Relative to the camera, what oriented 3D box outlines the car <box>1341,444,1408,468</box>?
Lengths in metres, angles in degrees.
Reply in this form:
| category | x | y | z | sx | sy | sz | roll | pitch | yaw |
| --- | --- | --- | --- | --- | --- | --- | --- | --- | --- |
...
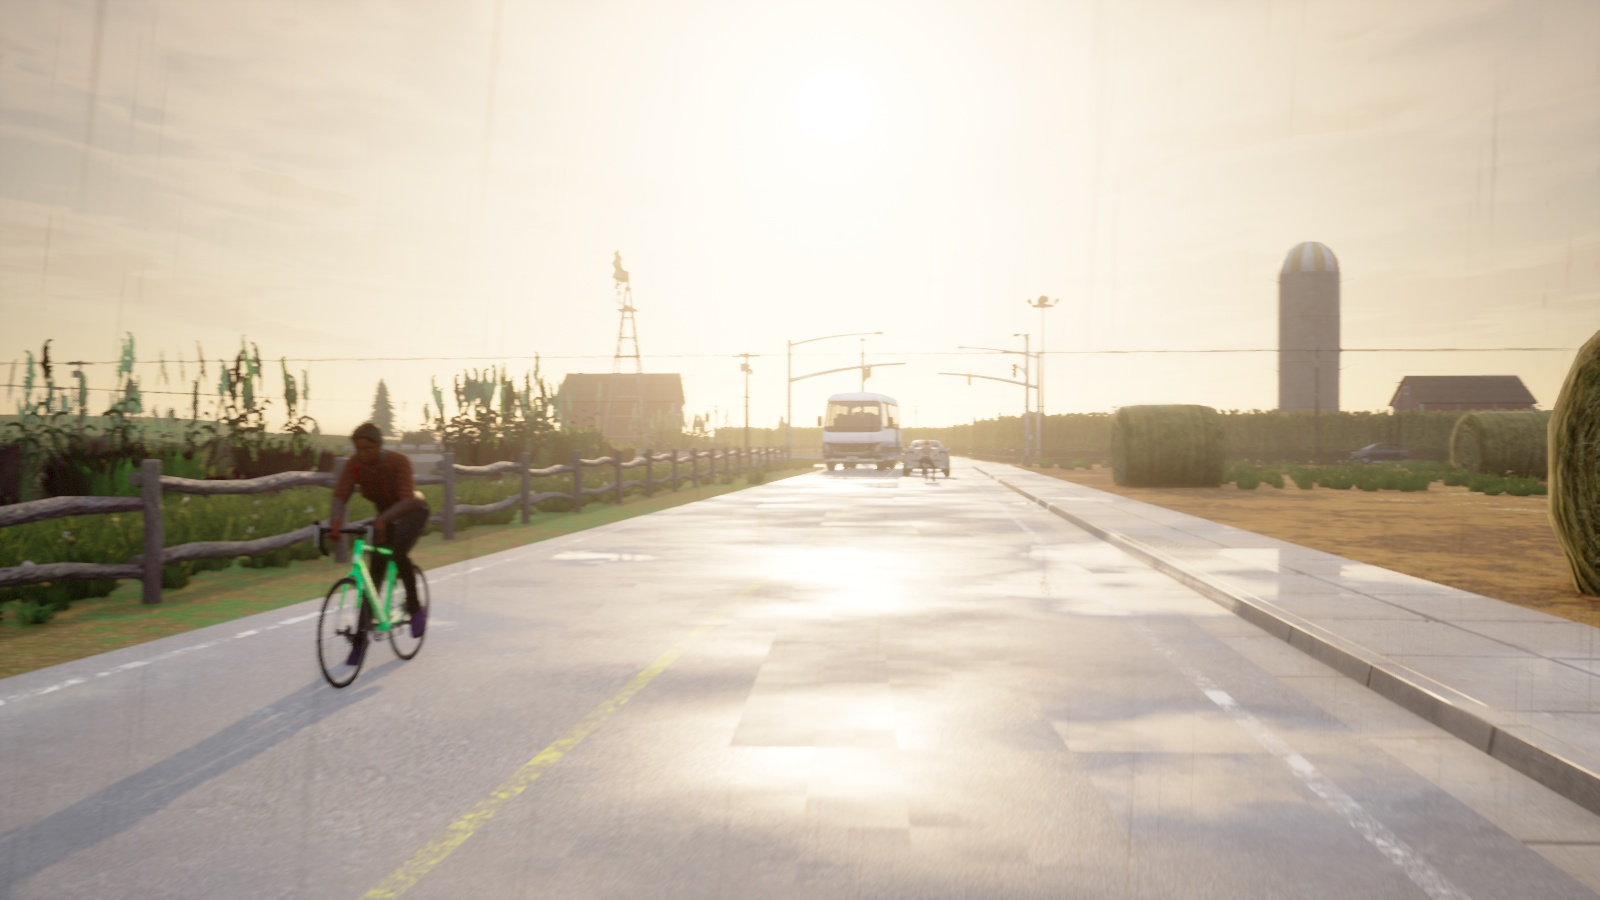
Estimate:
| category | x | y | z | sx | sy | sz | roll | pitch | yaw |
| --- | --- | --- | --- | --- | --- | --- | --- | --- | --- |
| car | 38.469 | 0.379 | 84.113 | 3.705 | 1.549 | 1.789 | 0 | 0 | 3 |

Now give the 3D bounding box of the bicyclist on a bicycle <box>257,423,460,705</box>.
| category | x | y | z | sx | sy | sz | roll | pitch | yaw |
| --- | --- | --- | --- | --- | --- | --- | --- | --- | --- |
| bicyclist on a bicycle | -2.764 | 0.647 | 8.055 | 0.582 | 1.620 | 1.656 | 0 | 1 | 6 |

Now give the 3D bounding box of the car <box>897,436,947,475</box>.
| category | x | y | z | sx | sy | sz | roll | pitch | yaw |
| --- | --- | --- | --- | --- | --- | --- | --- | --- | --- |
| car | 5.535 | 0.216 | 56.834 | 2.152 | 1.651 | 5.027 | 0 | 0 | 6 |

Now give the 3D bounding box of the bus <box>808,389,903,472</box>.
| category | x | y | z | sx | sy | sz | roll | pitch | yaw |
| --- | --- | --- | --- | --- | --- | --- | --- | --- | --- |
| bus | 3.236 | -1.016 | 69.308 | 3.944 | 4.253 | 10.273 | 0 | 0 | 10 |
